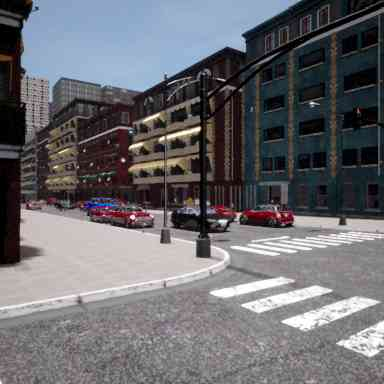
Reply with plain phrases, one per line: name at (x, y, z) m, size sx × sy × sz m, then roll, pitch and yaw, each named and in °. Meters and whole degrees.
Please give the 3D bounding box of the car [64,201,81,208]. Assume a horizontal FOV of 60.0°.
car at (-23.410, 2.377, 64.981) m, size 1.947 × 1.339 × 4.313 m, roll -1°, pitch 0°, yaw -35°

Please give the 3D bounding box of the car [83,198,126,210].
car at (-9.553, 1.634, 35.821) m, size 2.150 × 2.045 × 5.566 m, roll 0°, pitch -1°, yaw -35°

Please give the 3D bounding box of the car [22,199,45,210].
car at (-26.664, 2.171, 55.897) m, size 1.967 × 1.590 × 4.097 m, roll -1°, pitch 0°, yaw -35°

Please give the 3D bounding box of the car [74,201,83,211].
car at (-15.492, 2.074, 49.417) m, size 1.882 × 1.535 × 5.008 m, roll 0°, pitch -1°, yaw -35°

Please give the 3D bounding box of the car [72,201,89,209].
car at (-20.223, 2.326, 60.439) m, size 1.802 × 1.307 × 4.206 m, roll -1°, pitch 0°, yaw -35°

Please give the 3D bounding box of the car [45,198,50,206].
car at (-32.973, 2.328, 78.609) m, size 2.192 × 1.841 × 5.009 m, roll -1°, pitch 0°, yaw -35°

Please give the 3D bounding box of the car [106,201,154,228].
car at (-4.358, 1.694, 24.099) m, size 1.967 × 1.590 × 4.097 m, roll -1°, pitch 0°, yaw -35°

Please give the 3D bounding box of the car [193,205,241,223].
car at (2.086, 1.849, 28.645) m, size 1.802 × 1.307 × 4.206 m, roll -1°, pitch 0°, yaw -35°

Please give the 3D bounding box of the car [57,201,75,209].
car at (-22.611, 2.312, 59.564) m, size 1.994 × 1.385 × 4.181 m, roll 0°, pitch -1°, yaw -35°

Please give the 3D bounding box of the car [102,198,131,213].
car at (-10.668, 1.856, 46.813) m, size 2.192 × 1.841 × 5.009 m, roll -1°, pitch 0°, yaw -35°

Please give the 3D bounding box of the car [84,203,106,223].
car at (-7.543, 1.904, 28.641) m, size 1.802 × 1.307 × 4.206 m, roll -1°, pitch 0°, yaw -35°

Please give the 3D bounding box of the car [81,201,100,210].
car at (-17.036, 2.259, 55.897) m, size 1.802 × 1.307 × 4.206 m, roll -1°, pitch 0°, yaw -35°

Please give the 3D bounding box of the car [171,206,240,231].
car at (0.453, 1.689, 21.545) m, size 2.128 × 1.511 × 4.902 m, roll 0°, pitch -1°, yaw -35°

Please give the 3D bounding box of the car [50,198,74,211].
car at (-19.157, 1.952, 49.681) m, size 2.128 × 1.511 × 4.902 m, roll 0°, pitch -1°, yaw -35°

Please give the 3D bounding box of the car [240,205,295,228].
car at (5.274, 1.639, 24.106) m, size 1.967 × 1.590 × 4.097 m, roll -1°, pitch 0°, yaw -35°
